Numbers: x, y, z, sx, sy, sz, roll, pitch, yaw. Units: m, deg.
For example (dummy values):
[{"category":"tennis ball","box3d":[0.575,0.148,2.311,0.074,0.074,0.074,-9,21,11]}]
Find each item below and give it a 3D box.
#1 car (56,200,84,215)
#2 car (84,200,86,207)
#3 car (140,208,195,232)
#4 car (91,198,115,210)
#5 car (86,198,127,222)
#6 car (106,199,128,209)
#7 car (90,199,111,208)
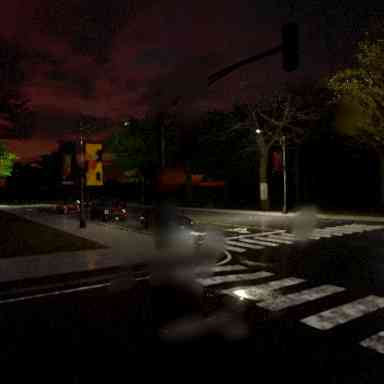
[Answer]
[{"category":"car","box3d":[-15.627,1.857,41.830,2.097,1.767,4.553,-1,0,-35]},{"category":"car","box3d":[-19.470,2.077,58.811,2.033,1.411,5.357,-1,0,-35]},{"category":"car","box3d":[-1.826,1.818,22.160,2.033,1.411,5.357,-1,0,-29]},{"category":"car","box3d":[-13.614,1.781,50.496,2.097,1.767,4.553,-1,0,-35]},{"category":"car","box3d":[-7.756,1.723,30.542,2.097,1.767,4.553,-1,0,-35]},{"category":"car","box3d":[-12.291,1.891,54.249,1.837,1.490,4.892,-1,0,-35]},{"category":"car","box3d":[-16.807,2.011,60.673,2.033,1.411,5.357,-1,0,-35]}]
